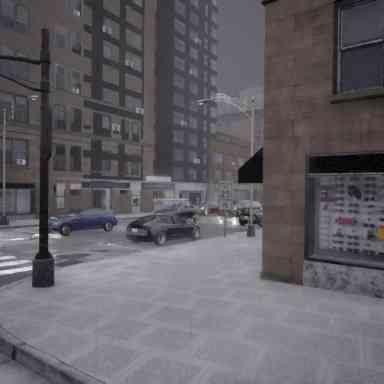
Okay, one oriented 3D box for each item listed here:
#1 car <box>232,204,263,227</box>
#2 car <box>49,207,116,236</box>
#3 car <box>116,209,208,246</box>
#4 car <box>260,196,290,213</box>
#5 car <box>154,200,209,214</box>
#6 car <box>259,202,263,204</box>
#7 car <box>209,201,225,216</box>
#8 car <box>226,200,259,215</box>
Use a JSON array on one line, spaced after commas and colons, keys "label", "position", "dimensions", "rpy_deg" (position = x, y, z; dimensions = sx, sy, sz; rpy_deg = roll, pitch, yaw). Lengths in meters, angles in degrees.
[{"label": "car", "position": [5.118, 1.850, 25.358], "dimensions": [1.947, 1.339, 4.313], "rpy_deg": [0, 0, 36]}, {"label": "car", "position": [-6.458, 1.634, 19.499], "dimensions": [1.812, 1.442, 4.674], "rpy_deg": [1, 0, 38]}, {"label": "car", "position": [-1.323, 1.764, 16.449], "dimensions": [1.947, 1.339, 4.313], "rpy_deg": [0, 0, 36]}, {"label": "car", "position": [10.918, 1.573, 43.481], "dimensions": [2.150, 2.045, 5.566], "rpy_deg": [1, 0, 33]}, {"label": "car", "position": [-1.085, 1.671, 26.933], "dimensions": [2.128, 1.511, 4.902], "rpy_deg": [1, 0, 36]}, {"label": "car", "position": [7.770, 1.823, 43.578], "dimensions": [1.752, 1.417, 4.829], "rpy_deg": [0, 0, 36]}, {"label": "car", "position": [1.431, 1.645, 34.807], "dimensions": [1.967, 1.590, 4.097], "rpy_deg": [0, 0, 36]}, {"label": "car", "position": [4.786, 1.613, 35.036], "dimensions": [2.097, 1.767, 4.553], "rpy_deg": [1, 0, 36]}]
